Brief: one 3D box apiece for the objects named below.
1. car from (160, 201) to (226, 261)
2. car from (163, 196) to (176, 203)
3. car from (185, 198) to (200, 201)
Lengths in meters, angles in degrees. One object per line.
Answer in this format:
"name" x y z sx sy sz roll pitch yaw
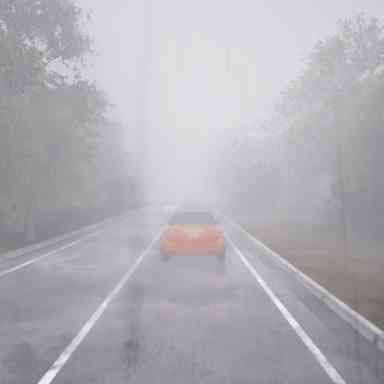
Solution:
"car" 0.050 1.377 12.467 2.097 1.767 4.553 0 0 0
"car" -3.558 1.470 53.806 2.128 1.511 4.902 0 0 0
"car" 0.055 1.368 27.458 2.097 1.767 4.553 0 0 0
